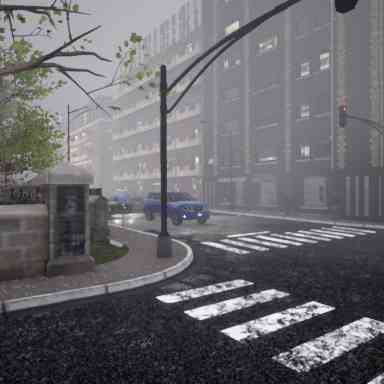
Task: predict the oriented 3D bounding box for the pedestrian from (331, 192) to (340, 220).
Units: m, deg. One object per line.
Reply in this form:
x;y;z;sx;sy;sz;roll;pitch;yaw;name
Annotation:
9.418;0.902;21.923;0.375;1.860;0.375;1;-1;-36;pedestrian

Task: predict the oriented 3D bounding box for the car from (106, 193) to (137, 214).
-6.840;1.098;29.334;1.994;1.385;4.181;0;1;-36;car

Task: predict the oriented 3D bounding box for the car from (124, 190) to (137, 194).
-5.120;0.727;36.806;2.192;1.841;5.009;1;1;-36;car

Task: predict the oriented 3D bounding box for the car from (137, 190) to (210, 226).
-1.179;0.926;21.607;2.150;2.045;5.566;0;1;-36;car

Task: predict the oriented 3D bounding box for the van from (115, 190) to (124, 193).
-8.386;0.655;41.261;1.690;1.788;3.998;1;1;-36;van

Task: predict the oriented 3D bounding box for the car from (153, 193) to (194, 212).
-1.858;0.950;32.353;1.967;1.590;4.097;1;1;-36;car
